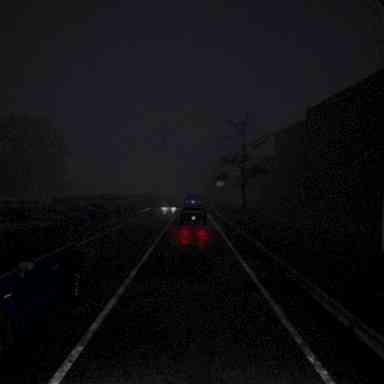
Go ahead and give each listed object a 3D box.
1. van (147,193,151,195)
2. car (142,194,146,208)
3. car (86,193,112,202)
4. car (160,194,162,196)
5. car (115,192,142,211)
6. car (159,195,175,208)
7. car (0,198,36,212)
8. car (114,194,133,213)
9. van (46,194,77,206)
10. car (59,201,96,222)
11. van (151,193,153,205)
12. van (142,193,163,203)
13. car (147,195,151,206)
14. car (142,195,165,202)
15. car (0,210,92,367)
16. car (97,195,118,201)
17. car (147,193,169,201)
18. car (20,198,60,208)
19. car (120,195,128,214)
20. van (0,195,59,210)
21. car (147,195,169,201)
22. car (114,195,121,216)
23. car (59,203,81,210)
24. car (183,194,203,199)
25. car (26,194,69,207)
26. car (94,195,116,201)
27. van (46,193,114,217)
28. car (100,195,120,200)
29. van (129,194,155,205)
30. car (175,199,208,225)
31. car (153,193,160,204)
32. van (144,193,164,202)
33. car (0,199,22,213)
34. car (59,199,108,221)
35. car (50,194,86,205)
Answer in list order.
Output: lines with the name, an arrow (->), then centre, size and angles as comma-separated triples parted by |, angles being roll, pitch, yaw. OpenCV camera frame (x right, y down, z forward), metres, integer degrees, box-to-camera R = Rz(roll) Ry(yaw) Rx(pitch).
van -> -9.034, 1.326, 51.532 | 4.442, 1.987, 1.878 | 0, 0, 0
car -> -8.877, 1.279, 40.319 | 5.566, 2.045, 2.435 | 0, 0, 0
car -> -21.996, 1.258, 78.772 | 5.566, 2.045, 2.435 | 0, 0, 0
car -> -8.929, 1.605, 65.551 | 4.674, 1.452, 2.002 | 0, 0, 0
car -> -8.875, 1.273, 37.516 | 5.566, 2.045, 2.435 | 0, 0, 0
car -> -3.306, 1.610, 49.613 | 2.033, 1.411, 5.357 | 0, 0, 0
car -> -21.800, 1.527, 39.908 | 5.366, 1.575, 1.946 | 0, 0, 0
car -> -8.869, 1.394, 34.713 | 4.553, 1.767, 2.185 | 0, 0, 0
van -> -22.119, 1.336, 56.561 | 4.442, 1.987, 1.878 | 0, 0, 0
car -> -8.857, 1.522, 20.696 | 4.792, 1.488, 2.163 | 0, 0, 0
van -> -9.037, 1.331, 54.336 | 4.442, 1.987, 1.878 | 0, 0, 0
van -> -8.824, 1.310, 73.963 | 4.442, 1.987, 1.878 | 0, 0, 0
car -> -8.908, 1.547, 48.728 | 4.892, 1.521, 2.231 | 0, 0, 0
car -> -8.938, 1.520, 76.771 | 5.008, 1.535, 2.097 | 0, 0, 0
car -> -3.347, 1.351, 5.198 | 2.097, 1.767, 4.553 | 0, 0, 0
car -> -22.039, 1.461, 87.101 | 4.892, 1.521, 2.231 | 0, 0, 0
car -> -8.926, 1.203, 87.983 | 5.566, 2.045, 2.435 | 0, 0, 0
car -> -21.965, 1.575, 48.235 | 4.792, 1.488, 2.163 | 0, 0, 0
car -> -8.866, 1.389, 31.909 | 4.553, 1.767, 2.185 | 0, 0, 0
van -> -8.764, 1.256, 15.090 | 4.442, 1.987, 1.878 | 0, 0, 0
car -> -8.766, 1.468, 85.181 | 5.366, 1.575, 1.946 | 0, 0, 0
car -> -8.926, 1.383, 29.106 | 4.553, 1.767, 2.185 | 0, 0, 0
car -> -8.854, 1.517, 17.893 | 4.792, 1.488, 2.163 | 0, 0, 0
car -> 0.115, 1.275, 40.265 | 2.150, 2.045, 5.566 | 0, 0, 0
car -> -22.025, 1.300, 51.011 | 5.566, 2.045, 2.435 | 0, 0, 0
car -> -22.036, 1.476, 84.325 | 5.008, 1.535, 2.097 | 0, 0, 0
van -> -8.775, 1.278, 26.303 | 4.442, 1.987, 1.878 | 0, 0, 0
car -> -22.065, 1.473, 89.876 | 4.792, 1.488, 2.163 | 0, 0, 0
van -> -9.043, 1.341, 59.940 | 4.442, 1.987, 1.878 | 0, 0, 0
car -> 0.109, 1.516, 24.300 | 2.128, 1.511, 4.902 | 0, 0, 0
car -> -8.895, 1.311, 57.140 | 5.566, 2.045, 2.435 | 0, 0, 0
van -> -9.063, 1.278, 79.573 | 4.442, 1.987, 1.878 | 0, 0, 0
car -> -21.988, 1.526, 37.131 | 4.892, 1.521, 2.231 | 0, 0, 0
car -> -8.884, 1.498, 23.499 | 5.008, 1.535, 2.097 | 0, 0, 0
car -> -22.034, 1.315, 59.338 | 5.566, 2.045, 2.435 | 0, 0, 0
